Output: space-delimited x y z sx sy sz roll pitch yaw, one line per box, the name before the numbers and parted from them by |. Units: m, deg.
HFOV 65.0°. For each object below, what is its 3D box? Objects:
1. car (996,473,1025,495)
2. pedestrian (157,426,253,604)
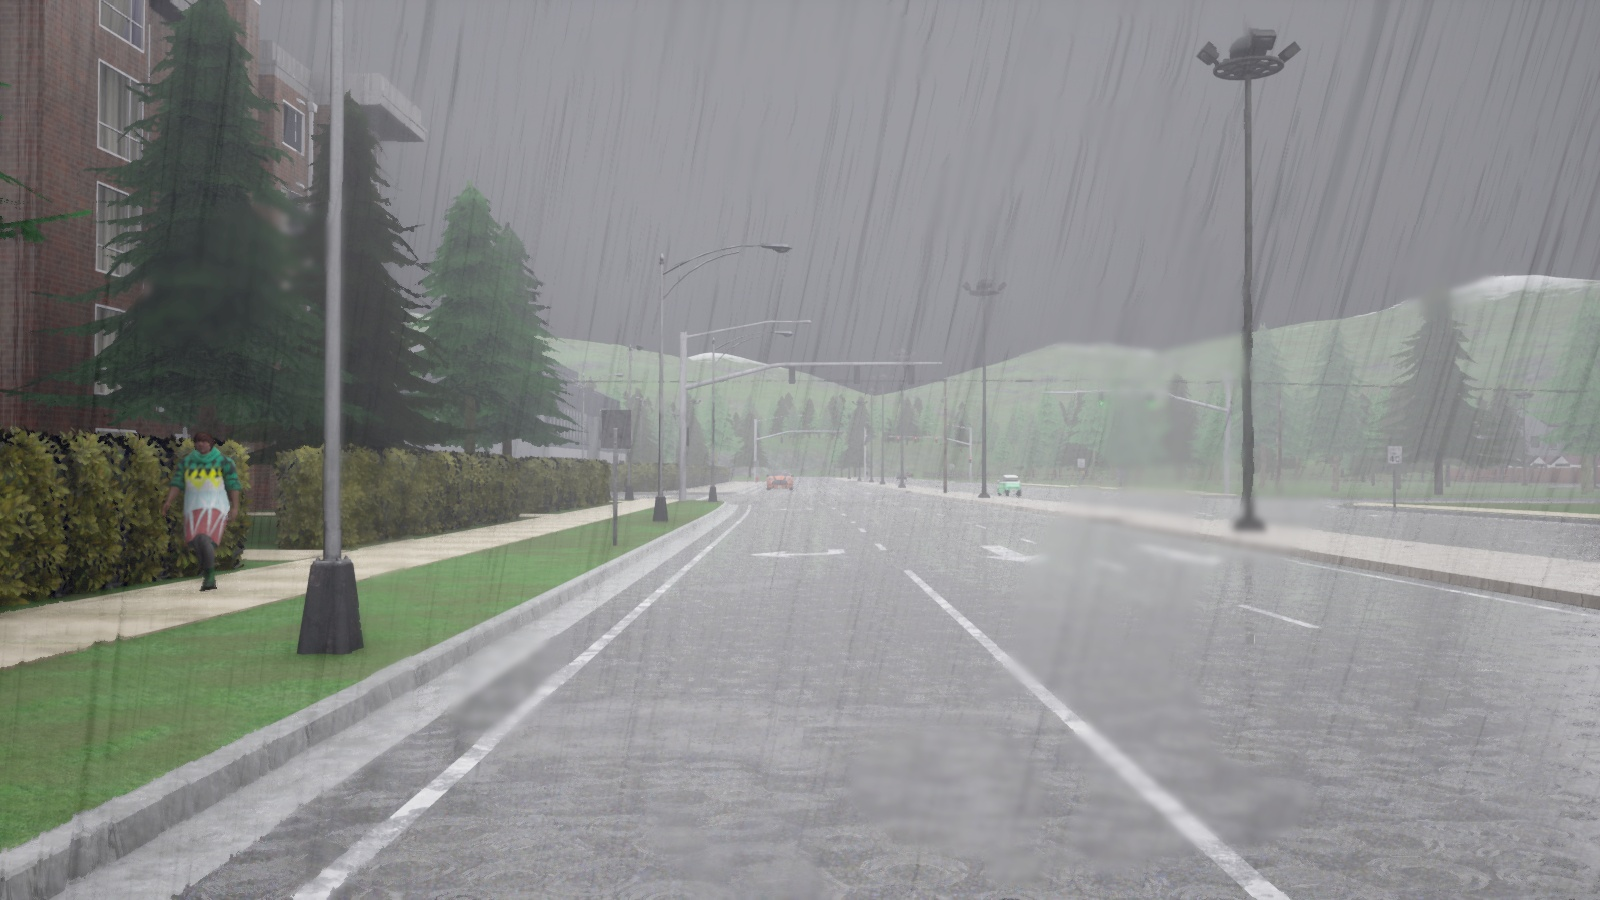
car | 13.555 2.171 80.950 1.481 1.376 2.207 0 -1 -1
pedestrian | -6.697 0.718 14.173 0.659 1.952 0.873 0 -1 0
